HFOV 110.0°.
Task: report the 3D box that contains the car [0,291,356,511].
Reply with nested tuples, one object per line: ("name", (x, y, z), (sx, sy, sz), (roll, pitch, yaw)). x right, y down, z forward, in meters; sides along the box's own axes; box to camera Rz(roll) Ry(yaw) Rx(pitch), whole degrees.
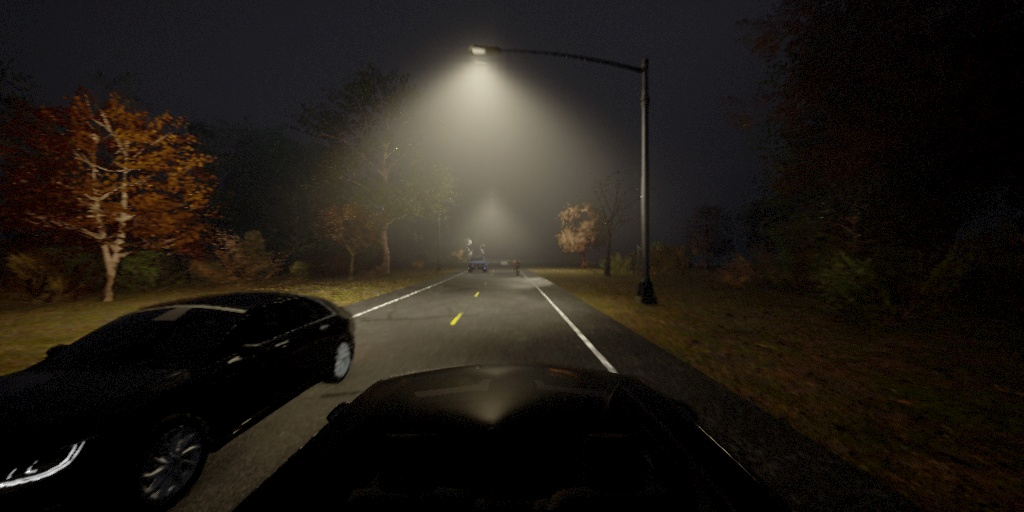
("car", (-3.606, 1.264, 4.336), (1.837, 1.490, 4.892), (0, 0, 0))

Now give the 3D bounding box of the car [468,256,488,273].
("car", (-4.198, 1.016, 44.354), (2.150, 2.045, 5.566), (0, 0, -1))

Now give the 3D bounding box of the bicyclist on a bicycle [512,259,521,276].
("bicyclist on a bicycle", (0.587, 1.231, 34.939), (0.582, 1.620, 1.656), (0, 0, -1))
